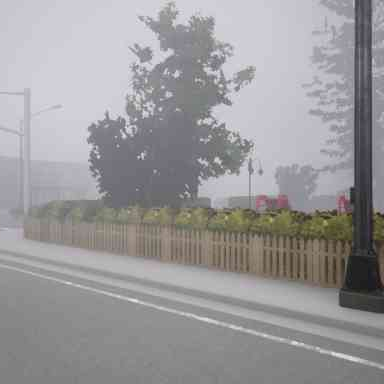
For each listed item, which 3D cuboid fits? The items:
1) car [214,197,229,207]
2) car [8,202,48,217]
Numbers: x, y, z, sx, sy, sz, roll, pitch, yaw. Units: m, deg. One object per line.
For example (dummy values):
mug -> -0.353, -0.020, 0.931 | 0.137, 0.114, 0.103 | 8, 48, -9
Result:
car -> 5.302, 1.491, 51.160 | 2.128, 1.511, 4.902 | 0, 0, 36
car -> -13.989, 1.601, 30.301 | 1.895, 1.301, 4.718 | 0, 0, 35
